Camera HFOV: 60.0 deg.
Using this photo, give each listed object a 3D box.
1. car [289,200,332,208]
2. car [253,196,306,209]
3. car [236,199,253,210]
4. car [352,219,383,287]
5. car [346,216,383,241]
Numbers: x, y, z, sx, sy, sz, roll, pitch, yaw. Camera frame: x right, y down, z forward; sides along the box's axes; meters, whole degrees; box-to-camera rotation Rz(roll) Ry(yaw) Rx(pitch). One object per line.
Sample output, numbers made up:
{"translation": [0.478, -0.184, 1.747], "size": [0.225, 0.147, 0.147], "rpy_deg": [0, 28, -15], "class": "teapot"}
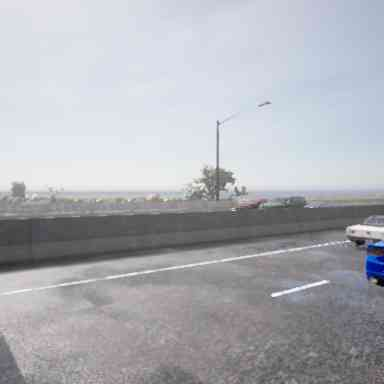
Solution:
{"translation": [10.820, 1.643, 28.772], "size": [4.674, 1.442, 1.812], "rpy_deg": [0, 0, -35], "class": "car"}
{"translation": [8.764, 1.407, 31.605], "size": [5.566, 2.045, 2.150], "rpy_deg": [0, 0, -35], "class": "car"}
{"translation": [6.757, 1.374, 34.472], "size": [5.008, 1.535, 1.882], "rpy_deg": [0, 0, -35], "class": "car"}
{"translation": [6.266, 1.513, 8.210], "size": [5.008, 1.535, 1.882], "rpy_deg": [0, 0, -35], "class": "car"}
{"translation": [8.731, 1.655, 14.265], "size": [4.718, 1.301, 1.895], "rpy_deg": [0, 0, -35], "class": "car"}
